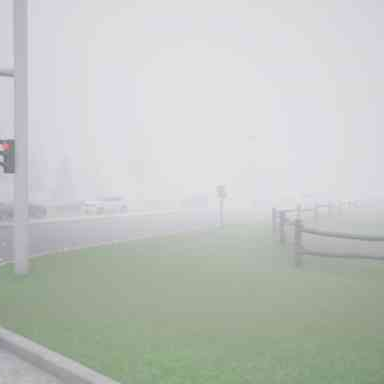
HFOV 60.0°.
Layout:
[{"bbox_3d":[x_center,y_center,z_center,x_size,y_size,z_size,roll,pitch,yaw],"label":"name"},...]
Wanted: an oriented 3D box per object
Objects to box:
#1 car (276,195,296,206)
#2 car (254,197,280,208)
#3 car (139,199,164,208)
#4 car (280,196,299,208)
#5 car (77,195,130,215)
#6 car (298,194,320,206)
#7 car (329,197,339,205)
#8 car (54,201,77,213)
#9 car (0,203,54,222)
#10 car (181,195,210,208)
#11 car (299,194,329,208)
[{"bbox_3d":[17.127,1.499,60.458,2.097,1.767,4.553,0,0,36],"label":"car"},{"bbox_3d":[11.611,1.695,52.739,2.033,1.411,5.357,0,0,36],"label":"car"},{"bbox_3d":[-6.464,1.814,53.382,1.994,1.385,4.181,0,0,35],"label":"car"},{"bbox_3d":[15.298,1.475,51.797,2.097,1.767,4.553,0,0,36],"label":"car"},{"bbox_3d":[-9.423,1.421,36.907,2.150,2.045,5.566,0,0,35],"label":"car"},{"bbox_3d":[21.158,1.344,59.863,2.150,2.045,5.566,0,0,37],"label":"car"},{"bbox_3d":[24.750,1.624,58.844,1.812,1.442,4.674,0,0,36],"label":"car"},{"bbox_3d":[-14.713,1.797,41.557,2.033,1.411,5.357,0,0,35],"label":"car"},{"bbox_3d":[-15.060,1.691,28.795,2.128,1.511,4.902,0,0,35],"label":"car"},{"bbox_3d":[0.568,1.426,51.232,2.150,2.045,5.566,0,0,35],"label":"car"},{"bbox_3d":[18.435,1.320,50.174,2.150,2.045,5.566,0,0,36],"label":"car"}]
